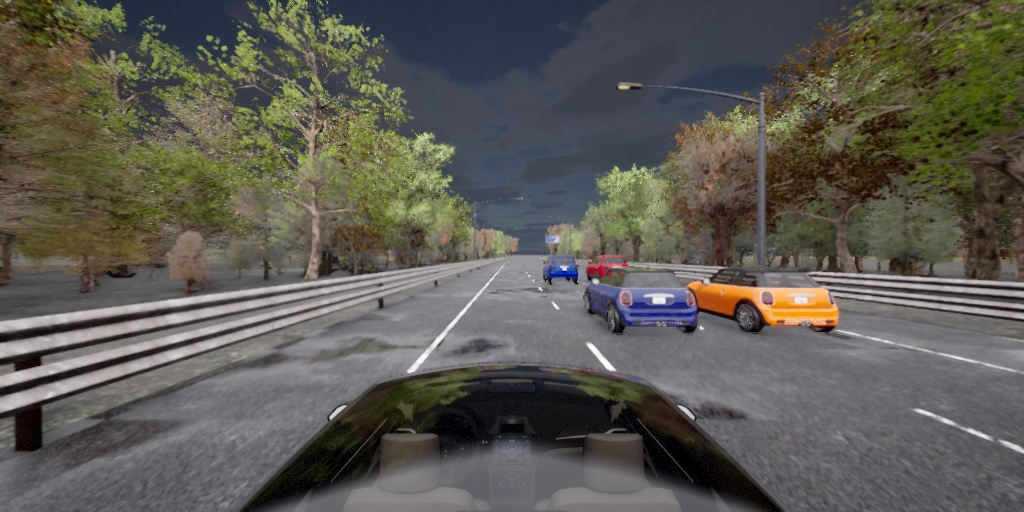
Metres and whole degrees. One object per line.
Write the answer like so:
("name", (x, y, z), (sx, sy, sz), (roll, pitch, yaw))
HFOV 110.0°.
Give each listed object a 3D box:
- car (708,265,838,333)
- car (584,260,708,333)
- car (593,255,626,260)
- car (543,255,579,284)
("car", (7.089, 1.106, 10.911), (2.097, 1.767, 4.553), (0, 0, 0))
("car", (3.589, 1.106, 10.855), (2.097, 1.767, 4.553), (0, 0, 0))
("car", (7.093, 0.981, 27.034), (2.150, 2.045, 5.566), (0, 0, 0))
("car", (3.595, 0.981, 27.170), (2.150, 2.045, 5.566), (0, 0, 0))
